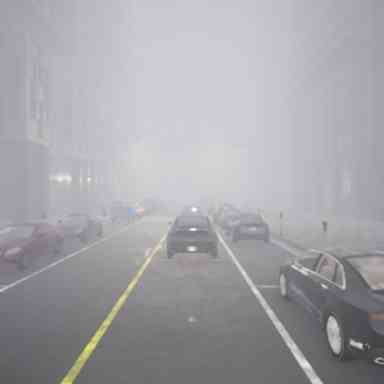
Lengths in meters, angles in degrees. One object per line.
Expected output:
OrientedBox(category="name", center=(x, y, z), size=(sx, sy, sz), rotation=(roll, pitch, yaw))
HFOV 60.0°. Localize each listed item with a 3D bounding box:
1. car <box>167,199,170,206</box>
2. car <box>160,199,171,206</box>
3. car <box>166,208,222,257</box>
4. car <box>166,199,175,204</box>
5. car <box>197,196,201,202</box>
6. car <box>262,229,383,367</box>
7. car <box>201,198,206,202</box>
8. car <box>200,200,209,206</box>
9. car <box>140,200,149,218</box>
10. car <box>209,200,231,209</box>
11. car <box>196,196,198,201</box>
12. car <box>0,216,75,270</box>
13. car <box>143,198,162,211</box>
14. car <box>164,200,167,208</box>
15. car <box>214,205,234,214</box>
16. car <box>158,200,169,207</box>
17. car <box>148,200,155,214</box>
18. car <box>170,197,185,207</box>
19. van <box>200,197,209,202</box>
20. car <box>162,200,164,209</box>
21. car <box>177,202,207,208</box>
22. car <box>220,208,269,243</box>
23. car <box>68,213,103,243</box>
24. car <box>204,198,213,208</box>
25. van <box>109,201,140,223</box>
OrientedBox(category="car", center=(-5.783, 2.193, 61.836), size=(2.008, 1.369, 4.403), rotation=(0, -1, 0))
OrientedBox(category="car", center=(-5.786, 2.329, 73.038), size=(1.947, 1.339, 4.313), rotation=(0, -1, 0))
OrientedBox(category="car", center=(0.018, 1.646, 13.498), size=(1.837, 1.490, 4.892), rotation=(0, 0, 0))
OrientedBox(category="car", center=(-5.791, 2.494, 89.844), size=(1.887, 1.381, 4.507), rotation=(0, -1, 0))
OrientedBox(category="car", center=(2.740, 2.019, 67.455), size=(2.192, 1.841, 5.009), rotation=(0, -1, 0))
OrientedBox(category="car", center=(2.758, 1.612, 5.837), size=(2.008, 1.369, 4.403), rotation=(0, -1, 0))
OrientedBox(category="car", center=(2.745, 2.051, 50.819), size=(1.752, 1.417, 4.829), rotation=(0, -1, 0))
OrientedBox(category="car", center=(2.739, 2.346, 73.054), size=(1.802, 1.307, 4.206), rotation=(0, -1, 0))
OrientedBox(category="car", center=(-5.775, 1.872, 33.657), size=(1.752, 1.417, 4.829), rotation=(0, -1, 0))
OrientedBox(category="car", center=(2.752, 1.731, 28.244), size=(1.967, 1.590, 4.097), rotation=(0, -1, 0))
OrientedBox(category="car", center=(2.737, 2.141, 78.658), size=(2.192, 1.841, 5.009), rotation=(0, -1, 0))
OrientedBox(category="car", center=(-5.768, 1.699, 11.419), size=(1.802, 1.307, 4.206), rotation=(0, -1, 0))
OrientedBox(category="car", center=(-5.778, 1.780, 45.033), size=(2.192, 1.841, 5.009), rotation=(0, -1, 0))
OrientedBox(category="car", center=(-5.781, 2.023, 56.235), size=(1.967, 1.590, 4.097), rotation=(0, -1, 0))
OrientedBox(category="car", center=(2.754, 1.815, 22.641), size=(1.802, 1.307, 4.206), rotation=(0, -1, 0))
OrientedBox(category="car", center=(-5.784, 2.269, 67.437), size=(1.947, 1.339, 4.313), rotation=(0, -1, 0))
OrientedBox(category="car", center=(-5.776, 1.988, 39.428), size=(1.802, 1.307, 4.206), rotation=(0, -1, 0))
OrientedBox(category="car", center=(-3.029, 2.226, 65.315), size=(2.033, 1.411, 5.357), rotation=(0, -1, 0))
OrientedBox(category="van", center=(2.743, 1.924, 56.252), size=(1.690, 1.788, 3.998), rotation=(0, -1, 0))
OrientedBox(category="car", center=(-5.779, 2.105, 50.632), size=(1.802, 1.307, 4.206), rotation=(0, -1, 0))
OrientedBox(category="car", center=(0.015, 1.858, 28.522), size=(1.994, 1.385, 4.181), rotation=(0, -1, 0))
OrientedBox(category="car", center=(2.755, 1.741, 17.040), size=(1.947, 1.339, 4.313), rotation=(0, -1, 0))
OrientedBox(category="car", center=(-5.770, 1.757, 17.020), size=(1.802, 1.307, 4.206), rotation=(0, -1, 0))
OrientedBox(category="car", center=(2.749, 1.847, 39.446), size=(1.967, 1.590, 4.097), rotation=(0, -1, 0))
OrientedBox(category="van", center=(-5.774, 1.631, 28.227), size=(1.690, 1.788, 3.998), rotation=(0, -1, 0))
